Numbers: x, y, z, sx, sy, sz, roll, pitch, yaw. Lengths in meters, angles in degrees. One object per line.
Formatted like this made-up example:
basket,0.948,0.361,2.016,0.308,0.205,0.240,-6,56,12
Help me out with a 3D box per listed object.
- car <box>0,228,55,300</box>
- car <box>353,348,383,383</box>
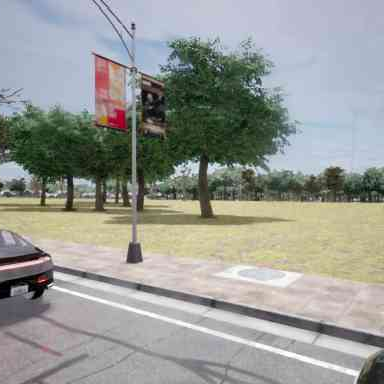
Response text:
car,-4.974,1.515,7.209,4.902,1.511,2.128,0,0,36
car,3.298,1.493,1.322,4.902,1.511,2.128,0,0,36
